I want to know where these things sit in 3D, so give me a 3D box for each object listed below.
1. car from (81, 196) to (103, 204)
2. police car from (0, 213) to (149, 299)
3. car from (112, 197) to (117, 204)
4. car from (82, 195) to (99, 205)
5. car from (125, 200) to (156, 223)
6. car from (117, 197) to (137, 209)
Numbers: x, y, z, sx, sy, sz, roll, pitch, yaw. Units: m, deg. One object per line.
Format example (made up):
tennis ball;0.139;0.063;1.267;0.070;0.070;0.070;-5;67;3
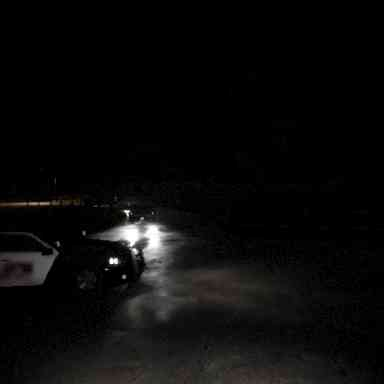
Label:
car;-18.632;1.519;61.806;4.181;1.385;1.994;-1;1;41
police car;-3.692;1.514;7.750;4.974;1.542;2.038;-2;0;-1
car;-11.881;1.476;54.403;1.895;1.301;4.718;-1;0;-38
car;-16.283;1.358;55.466;2.097;1.767;4.553;-1;0;-41
car;-3.627;1.510;24.890;1.895;1.301;4.718;0;0;-6
car;-7.580;1.404;40.887;1.812;1.442;4.674;-1;0;-24
